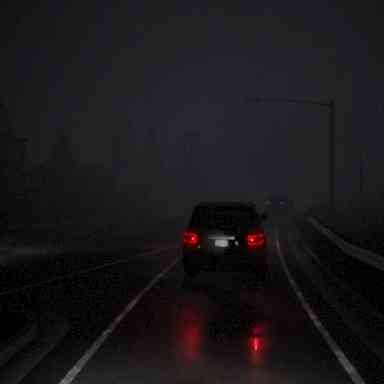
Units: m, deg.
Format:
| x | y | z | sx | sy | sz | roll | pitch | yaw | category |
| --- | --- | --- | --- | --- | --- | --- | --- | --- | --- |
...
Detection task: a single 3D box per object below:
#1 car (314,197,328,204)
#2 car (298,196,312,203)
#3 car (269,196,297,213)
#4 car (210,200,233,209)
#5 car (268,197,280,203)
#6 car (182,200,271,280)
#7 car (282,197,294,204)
| x | y | z | sx | sy | sz | roll | pitch | yaw | category |
| --- | --- | --- | --- | --- | --- | --- | --- | --- | --- |
| 29.731 | 2.006 | 77.340 | 1.812 | 1.442 | 4.674 | 0 | 0 | 27 | car |
| 28.226 | 1.865 | 82.063 | 2.097 | 1.767 | 4.553 | 0 | 0 | 27 | car |
| 10.725 | 1.469 | 40.218 | 2.150 | 2.045 | 5.566 | 0 | -1 | 27 | car |
| 4.642 | 1.913 | 51.337 | 1.895 | 1.301 | 4.718 | 0 | 0 | 27 | car |
| 20.108 | 2.025 | 81.589 | 1.812 | 1.442 | 4.674 | 0 | 0 | 27 | car |
| 1.179 | 1.289 | 10.443 | 2.150 | 2.045 | 5.566 | 0 | 0 | 10 | car |
| 22.839 | 1.988 | 79.246 | 1.837 | 1.490 | 4.892 | 0 | 0 | 27 | car |
